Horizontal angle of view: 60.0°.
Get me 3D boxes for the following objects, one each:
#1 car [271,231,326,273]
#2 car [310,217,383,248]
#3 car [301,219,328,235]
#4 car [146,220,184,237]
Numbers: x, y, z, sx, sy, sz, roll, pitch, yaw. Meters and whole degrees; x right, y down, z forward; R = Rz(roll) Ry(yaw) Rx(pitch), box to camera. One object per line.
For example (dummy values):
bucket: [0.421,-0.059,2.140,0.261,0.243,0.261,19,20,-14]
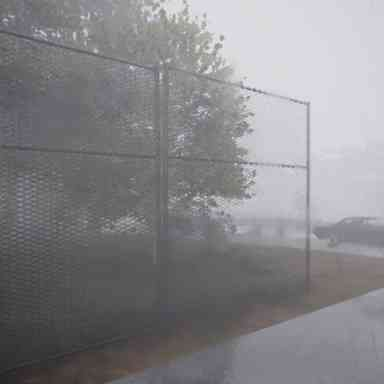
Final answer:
car: [8.355,4.480,25.760,2.435,2.045,5.566,0,1,36]
car: [7.719,1.731,14.182,1.895,1.301,4.718,-1,-2,-33]
car: [16.291,4.581,44.121,1.946,1.575,5.366,0,0,36]
car: [-3.399,4.731,43.361,2.231,1.521,4.892,-1,1,36]
